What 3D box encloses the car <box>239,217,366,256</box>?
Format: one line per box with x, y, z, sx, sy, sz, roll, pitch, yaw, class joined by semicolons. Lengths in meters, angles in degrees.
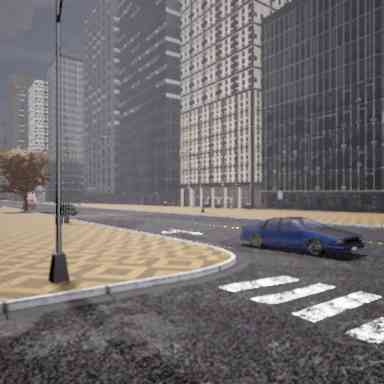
4.345;1.767;14.206;2.033;1.411;5.357;-1;-2;-35;car

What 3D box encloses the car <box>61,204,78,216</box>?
-16.741;2.358;44.678;1.837;1.490;4.892;0;-1;-35;car

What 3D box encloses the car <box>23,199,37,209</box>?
-33.836;2.546;69.375;2.150;2.045;5.566;0;-1;-35;car
